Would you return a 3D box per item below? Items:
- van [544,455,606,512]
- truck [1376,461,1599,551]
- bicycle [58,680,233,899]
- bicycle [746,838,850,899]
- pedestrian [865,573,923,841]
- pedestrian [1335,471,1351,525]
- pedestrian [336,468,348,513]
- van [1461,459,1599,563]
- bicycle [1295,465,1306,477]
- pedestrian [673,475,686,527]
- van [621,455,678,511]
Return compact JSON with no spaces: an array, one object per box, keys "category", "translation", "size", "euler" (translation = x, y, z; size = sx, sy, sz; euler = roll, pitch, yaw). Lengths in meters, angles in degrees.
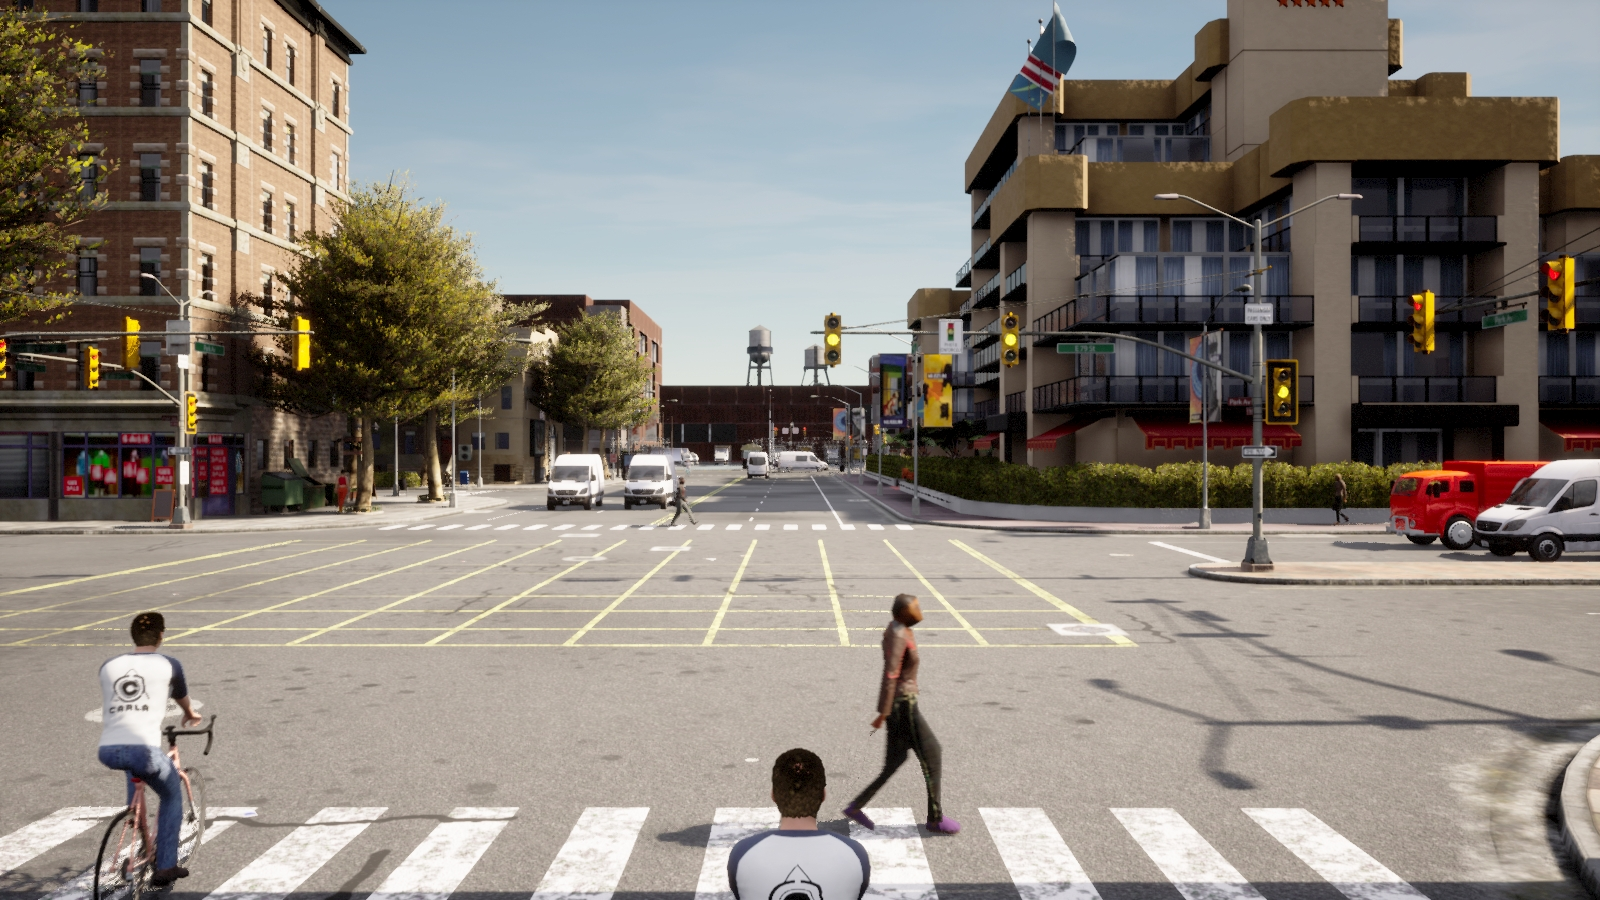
[{"category":"van","translation":[-10.709,1.512,54.771],"size":[1.988,2.561,5.915],"euler":[0,0,-2]},{"category":"truck","translation":[19.797,1.555,32.782],"size":[5.204,2.467,2.627],"euler":[0,0,0]},{"category":"bicycle","translation":[-4.040,2.203,7.162],"size":[0.373,1.196,1.643],"euler":[0,0,-8]},{"category":"bicycle","translation":[-0.006,2.204,3.917],"size":[0.373,1.196,1.643],"euler":[0,0,-1]},{"category":"pedestrian","translation":[0.677,1.845,8.302],"size":[0.375,1.860,0.375],"euler":[0,0,-3]},{"category":"pedestrian","translation":[18.899,1.680,39.773],"size":[0.375,1.860,0.375],"euler":[0,0,-2]},{"category":"pedestrian","translation":[-19.119,1.677,47.656],"size":[0.375,1.860,0.375],"euler":[0,0,-6]},{"category":"van","translation":[20.477,1.522,29.275],"size":[5.915,2.561,1.988],"euler":[0,0,0]},{"category":"bicycle","translation":[51.287,2.164,117.072],"size":[0.329,1.171,1.835],"euler":[0,0,1]},{"category":"pedestrian","translation":[-4.331,1.833,41.011],"size":[0.375,1.860,0.375],"euler":[0,0,6]},{"category":"van","translation":[-7.239,1.512,55.576],"size":[1.988,2.561,5.915],"euler":[0,0,0]}]
